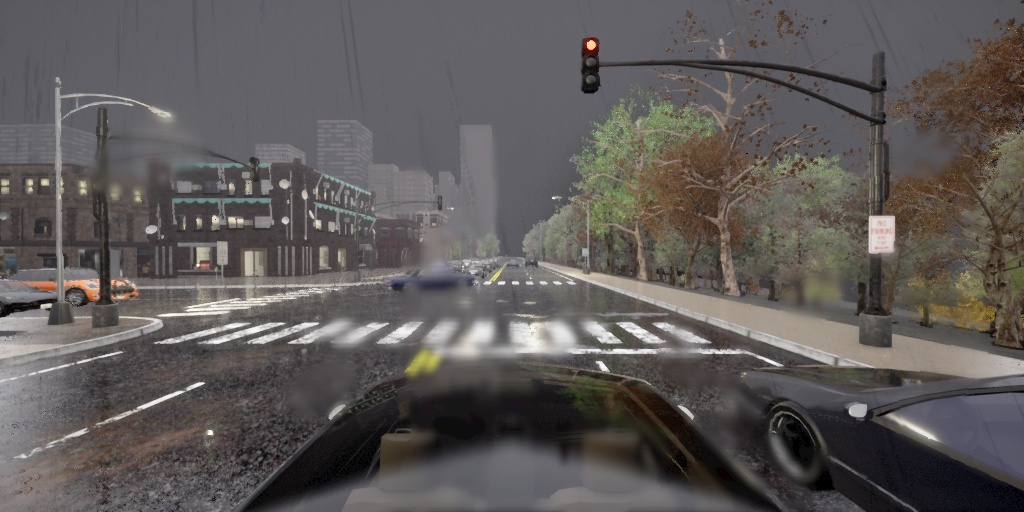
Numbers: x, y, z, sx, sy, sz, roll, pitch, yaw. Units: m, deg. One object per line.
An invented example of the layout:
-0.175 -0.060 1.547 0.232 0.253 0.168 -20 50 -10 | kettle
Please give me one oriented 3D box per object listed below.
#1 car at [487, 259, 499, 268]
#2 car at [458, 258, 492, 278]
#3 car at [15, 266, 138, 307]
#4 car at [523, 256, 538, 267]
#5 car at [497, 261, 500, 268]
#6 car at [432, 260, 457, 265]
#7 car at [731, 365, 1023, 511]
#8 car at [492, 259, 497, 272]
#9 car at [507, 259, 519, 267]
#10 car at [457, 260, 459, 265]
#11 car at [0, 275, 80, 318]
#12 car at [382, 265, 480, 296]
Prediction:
-3.240 1.253 61.777 1.812 1.442 4.674 0 0 1 | car
-3.305 1.232 32.968 2.128 1.511 4.902 0 0 0 | car
-20.116 1.326 16.385 4.553 1.767 2.097 -1 1 0 | car
3.428 0.947 64.252 2.150 2.045 5.566 0 0 0 | car
-3.278 1.223 51.776 2.128 1.511 4.902 0 0 0 | car
-6.557 1.266 32.981 1.812 1.442 4.674 0 0 0 | car
3.350 1.297 1.504 2.033 1.411 5.357 0 0 0 | car
-3.292 1.227 42.373 2.128 1.511 4.902 0 0 0 | car
0.182 1.289 64.552 1.994 1.385 4.181 0 0 0 | car
-6.543 1.241 42.241 1.837 1.490 4.892 0 0 0 | car
-19.932 1.564 13.681 4.313 1.339 1.948 0 0 0 | car
-4.391 1.346 19.440 4.718 1.301 1.895 0 0 -33 | car
